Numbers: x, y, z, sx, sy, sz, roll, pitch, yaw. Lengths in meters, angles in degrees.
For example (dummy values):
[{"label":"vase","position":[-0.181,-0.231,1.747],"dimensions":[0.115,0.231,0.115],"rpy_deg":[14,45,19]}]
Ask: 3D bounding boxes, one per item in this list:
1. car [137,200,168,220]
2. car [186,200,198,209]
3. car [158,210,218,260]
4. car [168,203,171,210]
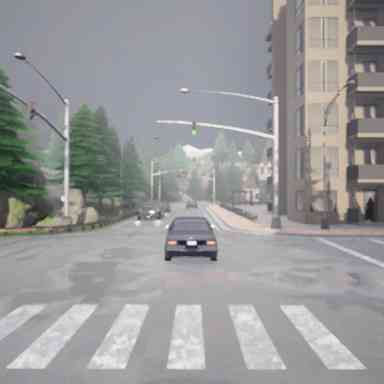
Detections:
[{"label":"car","position":[-3.757,1.585,30.955],"dimensions":[2.097,1.767,4.553],"rpy_deg":[0,0,1]},{"label":"car","position":[-0.006,1.925,52.939],"dimensions":[2.033,1.411,5.357],"rpy_deg":[0,0,0]},{"label":"car","position":[-0.061,1.642,12.774],"dimensions":[2.033,1.411,5.357],"rpy_deg":[0,0,-1]},{"label":"car","position":[-3.668,1.866,41.387],"dimensions":[1.994,1.385,4.181],"rpy_deg":[0,0,1]}]
